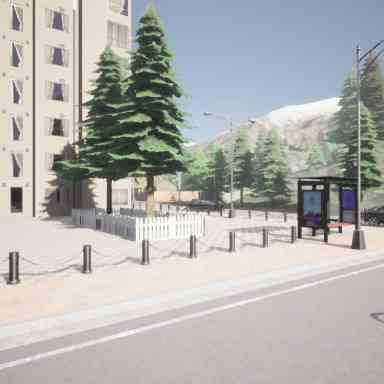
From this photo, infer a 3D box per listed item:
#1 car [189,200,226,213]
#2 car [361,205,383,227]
[{"bbox_3d":[1.716,1.616,37.581,1.895,1.301,4.718,0,0,-35],"label":"car"},{"bbox_3d":[13.348,1.520,20.976,1.837,1.490,4.892,0,0,-35],"label":"car"}]
